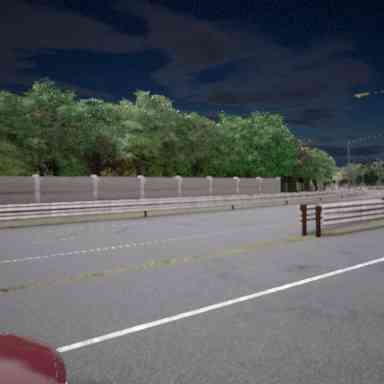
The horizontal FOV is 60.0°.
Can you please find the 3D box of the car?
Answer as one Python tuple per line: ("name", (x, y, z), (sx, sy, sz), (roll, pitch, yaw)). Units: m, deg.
("car", (-3.070, 1.561, 1.678), (4.674, 1.442, 1.812), (-2, 1, -35))
